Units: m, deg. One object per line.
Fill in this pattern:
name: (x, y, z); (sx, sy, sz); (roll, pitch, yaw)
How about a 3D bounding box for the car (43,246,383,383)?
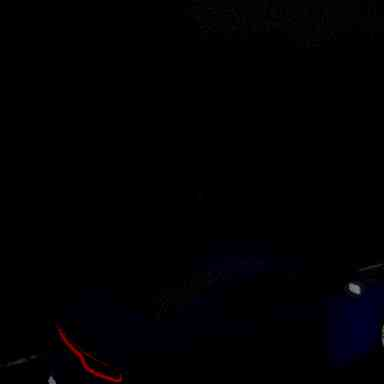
car: (0.833, 1.456, 4.283); (5.008, 1.535, 1.882); (0, 0, -35)
